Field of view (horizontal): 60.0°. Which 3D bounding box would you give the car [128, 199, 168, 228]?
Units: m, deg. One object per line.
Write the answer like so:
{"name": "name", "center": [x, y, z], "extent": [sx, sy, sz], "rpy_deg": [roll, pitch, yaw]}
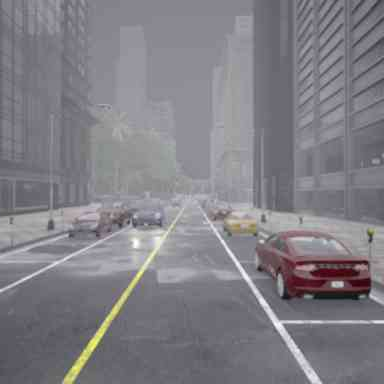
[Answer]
{"name": "car", "center": [-3.101, 1.630, 24.765], "extent": [2.097, 1.767, 4.553], "rpy_deg": [0, -1, 0]}

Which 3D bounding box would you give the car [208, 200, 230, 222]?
{"name": "car", "center": [2.756, 1.781, 30.234], "extent": [1.967, 1.590, 4.097], "rpy_deg": [0, -1, 0]}

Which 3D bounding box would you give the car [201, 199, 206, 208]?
{"name": "car", "center": [2.756, 2.081, 46.507], "extent": [2.008, 1.369, 4.403], "rpy_deg": [0, -1, 0]}

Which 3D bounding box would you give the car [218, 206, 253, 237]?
{"name": "car", "center": [2.758, 1.744, 19.554], "extent": [1.752, 1.417, 4.829], "rpy_deg": [0, -1, 0]}

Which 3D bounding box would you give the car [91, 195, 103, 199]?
{"name": "car", "center": [-23.005, 1.698, 79.761], "extent": [5.566, 2.045, 2.150], "rpy_deg": [1, 0, 0]}

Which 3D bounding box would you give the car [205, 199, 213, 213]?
{"name": "car", "center": [2.756, 1.843, 35.659], "extent": [1.967, 1.590, 4.097], "rpy_deg": [0, -1, 0]}

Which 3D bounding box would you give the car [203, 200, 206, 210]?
{"name": "car", "center": [2.755, 2.012, 41.083], "extent": [1.887, 1.381, 4.507], "rpy_deg": [0, -1, 0]}

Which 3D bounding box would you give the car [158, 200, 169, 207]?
{"name": "car", "center": [-5.771, 2.364, 68.223], "extent": [1.802, 1.307, 4.206], "rpy_deg": [0, -1, 0]}

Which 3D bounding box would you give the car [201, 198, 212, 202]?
{"name": "car", "center": [2.755, 2.122, 52.102], "extent": [1.752, 1.417, 4.829], "rpy_deg": [0, -1, 0]}

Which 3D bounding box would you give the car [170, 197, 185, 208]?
{"name": "car", "center": [-3.011, 2.289, 64.969], "extent": [2.033, 1.411, 5.357], "rpy_deg": [0, -1, 0]}

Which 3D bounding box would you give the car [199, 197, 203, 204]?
{"name": "car", "center": [2.754, 1.972, 57.359], "extent": [2.192, 1.841, 5.009], "rpy_deg": [0, -1, 0]}

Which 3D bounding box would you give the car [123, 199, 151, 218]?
{"name": "car", "center": [-5.770, 1.719, 35.672], "extent": [2.192, 1.841, 5.009], "rpy_deg": [0, -1, 0]}

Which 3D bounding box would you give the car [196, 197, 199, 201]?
{"name": "car", "center": [2.753, 2.645, 94.641], "extent": [1.947, 1.339, 4.313], "rpy_deg": [0, -1, 0]}

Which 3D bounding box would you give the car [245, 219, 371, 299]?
{"name": "car", "center": [2.759, 1.640, 8.534], "extent": [1.887, 1.381, 4.507], "rpy_deg": [0, -1, 0]}

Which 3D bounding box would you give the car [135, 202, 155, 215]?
{"name": "car", "center": [-5.769, 2.012, 41.094], "extent": [1.887, 1.381, 4.507], "rpy_deg": [0, -1, 0]}

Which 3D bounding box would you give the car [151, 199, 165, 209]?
{"name": "car", "center": [-5.771, 2.098, 57.373], "extent": [1.967, 1.590, 4.097], "rpy_deg": [0, -1, 0]}

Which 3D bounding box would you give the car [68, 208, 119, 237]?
{"name": "car", "center": [-5.767, 1.799, 19.392], "extent": [1.802, 1.307, 4.206], "rpy_deg": [0, -1, 0]}

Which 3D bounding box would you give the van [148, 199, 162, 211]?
{"name": "van", "center": [-5.771, 1.936, 51.948], "extent": [1.690, 1.788, 3.998], "rpy_deg": [0, -1, 0]}

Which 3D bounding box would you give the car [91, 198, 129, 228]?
{"name": "car", "center": [-5.769, 1.593, 24.820], "extent": [2.192, 1.841, 5.009], "rpy_deg": [0, -1, 0]}
